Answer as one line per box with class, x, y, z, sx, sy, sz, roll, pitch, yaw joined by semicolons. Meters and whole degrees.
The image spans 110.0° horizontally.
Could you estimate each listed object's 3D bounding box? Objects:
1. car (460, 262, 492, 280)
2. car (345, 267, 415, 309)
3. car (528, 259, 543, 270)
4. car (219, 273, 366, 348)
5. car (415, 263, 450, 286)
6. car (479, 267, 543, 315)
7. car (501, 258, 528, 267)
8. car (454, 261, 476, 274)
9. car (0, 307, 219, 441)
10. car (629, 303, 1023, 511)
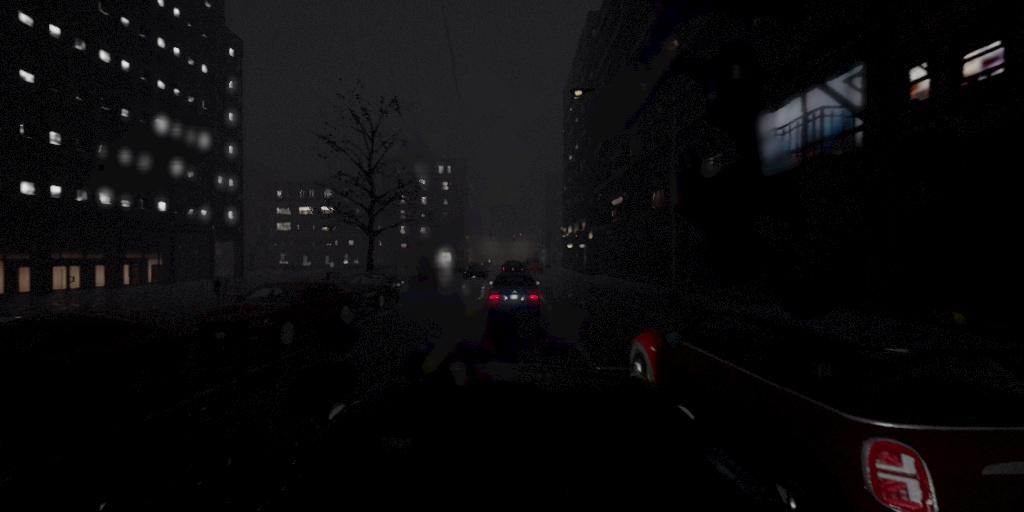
car;-3.101;1.417;31.664;1.895;1.301;4.718;0;0;0
car;-5.693;1.328;14.774;2.007;1.370;4.403;0;0;0
car;2.687;1.389;42.410;1.888;1.381;4.507;0;0;0
car;-5.693;1.311;9.246;1.888;1.381;4.507;0;0;0
car;-5.693;1.242;25.829;1.967;1.591;4.097;0;0;0
car;0.085;1.323;13.612;2.033;1.411;5.357;0;0;0
car;0.092;1.172;33.184;2.097;1.767;4.553;0;0;0
car;-5.694;1.283;42.411;1.967;1.591;4.097;0;0;0
car;-5.692;1.336;3.719;1.802;1.307;4.207;0;0;0
car;2.688;1.194;3.718;1.967;1.591;4.097;0;0;0
